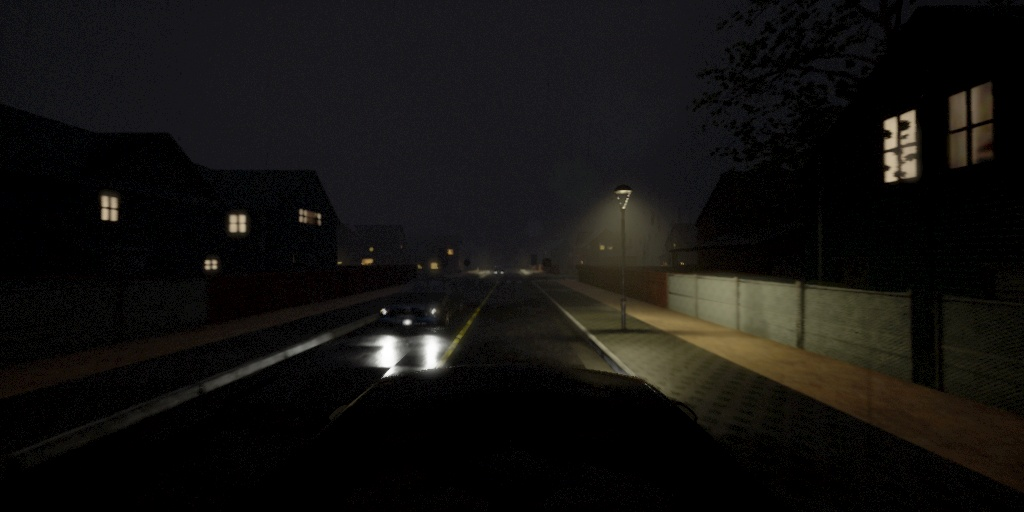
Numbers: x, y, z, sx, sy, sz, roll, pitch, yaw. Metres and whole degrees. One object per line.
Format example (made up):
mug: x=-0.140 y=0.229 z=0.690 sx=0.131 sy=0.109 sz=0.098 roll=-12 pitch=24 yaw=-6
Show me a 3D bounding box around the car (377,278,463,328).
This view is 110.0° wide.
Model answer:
car: x=-2.847 y=1.470 z=12.434 sx=2.033 sy=1.411 sz=5.357 roll=0 pitch=-1 yaw=0
